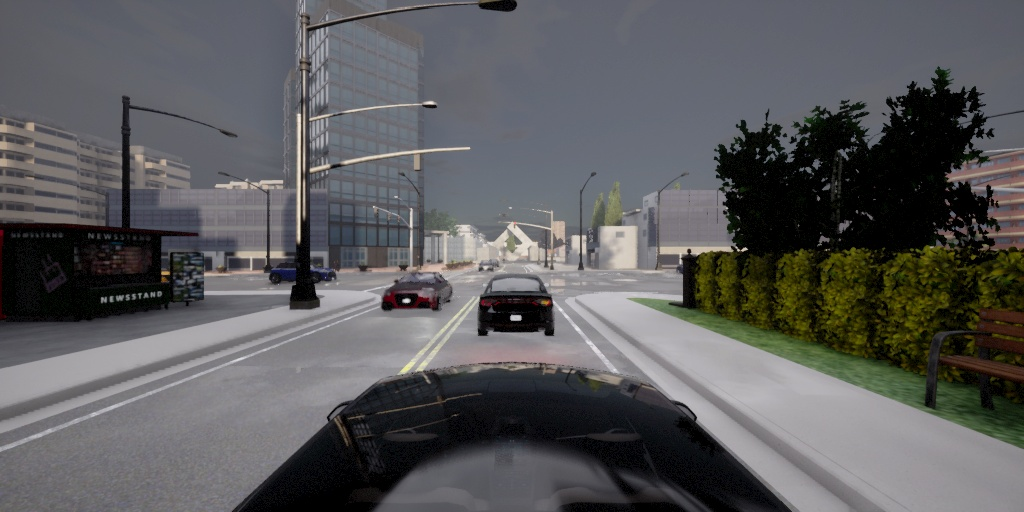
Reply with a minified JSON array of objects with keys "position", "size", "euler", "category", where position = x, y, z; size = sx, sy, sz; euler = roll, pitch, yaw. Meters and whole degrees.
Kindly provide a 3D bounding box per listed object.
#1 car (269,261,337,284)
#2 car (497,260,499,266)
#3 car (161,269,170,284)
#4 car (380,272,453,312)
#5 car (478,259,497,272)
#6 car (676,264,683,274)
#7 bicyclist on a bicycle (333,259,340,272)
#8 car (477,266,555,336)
[{"position":[-16.274,1.210,28.084],"size":[4.553,1.767,2.097],"euler":[-1,0,0],"category":"car"},{"position":[-3.275,1.227,63.229],"size":[1.882,1.535,5.008],"euler":[0,0,1],"category":"car"},{"position":[-29.017,1.490,28.041],"size":[5.008,1.535,1.882],"euler":[-1,0,0],"category":"car"},{"position":[-3.547,1.313,14.028],"size":[1.994,1.385,4.181],"euler":[0,0,0],"category":"car"},{"position":[-3.228,1.252,44.678],"size":[2.128,1.511,4.902],"euler":[0,0,-3],"category":"car"},{"position":[20.294,1.056,38.904],"size":[4.553,1.767,2.097],"euler":[0,0,0],"category":"car"},{"position":[-21.803,1.216,44.543],"size":[0.582,1.620,1.656],"euler":[-1,0,0],"category":"bicyclist on a bicycle"},{"position":[0.114,1.228,10.474],"size":[1.882,1.535,5.008],"euler":[0,0,1],"category":"car"}]
